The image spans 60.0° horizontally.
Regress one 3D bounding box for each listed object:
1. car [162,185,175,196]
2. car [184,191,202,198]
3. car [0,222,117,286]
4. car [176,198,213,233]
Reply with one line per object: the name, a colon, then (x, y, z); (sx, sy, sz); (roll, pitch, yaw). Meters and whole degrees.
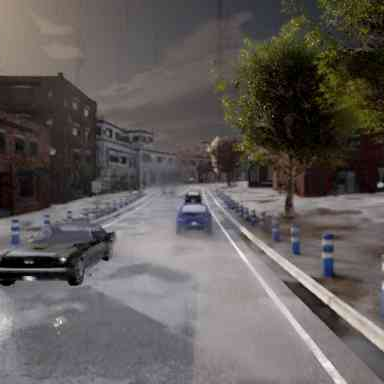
car: (-3.538, -0.325, 50.672); (2.128, 1.511, 4.902); (0, 4, 0)
car: (0.130, 0.566, 37.670); (1.882, 1.535, 5.008); (0, 4, 0)
car: (-3.593, 1.594, 9.550); (1.895, 1.301, 4.718); (0, 0, 0)
car: (0.115, 1.350, 18.850); (1.882, 1.535, 5.008); (0, 1, 0)
